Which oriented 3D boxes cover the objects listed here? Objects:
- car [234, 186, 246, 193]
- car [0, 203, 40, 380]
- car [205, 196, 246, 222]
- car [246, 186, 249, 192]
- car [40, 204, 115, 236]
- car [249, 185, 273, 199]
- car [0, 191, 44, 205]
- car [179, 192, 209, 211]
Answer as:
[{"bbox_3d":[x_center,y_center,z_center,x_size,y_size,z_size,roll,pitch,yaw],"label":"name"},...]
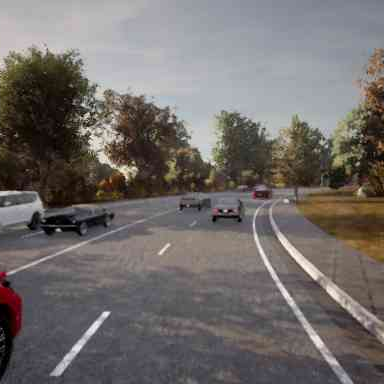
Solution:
[{"bbox_3d":[10.201,-0.580,67.633,1.812,1.442,4.674,-1,2,33],"label":"car"},{"bbox_3d":[-3.286,1.210,1.907,2.150,2.045,5.566,0,0,1],"label":"car"},{"bbox_3d":[2.464,1.060,21.889,2.033,1.411,5.357,0,2,12],"label":"car"},{"bbox_3d":[13.101,-0.661,65.673,1.882,1.535,5.008,-1,2,33],"label":"car"},{"bbox_3d":[-5.669,1.338,17.052,1.895,1.301,4.718,0,2,8],"label":"car"},{"bbox_3d":[9.383,0.089,43.739,1.882,1.535,5.008,-1,2,23],"label":"car"},{"bbox_3d":[-9.339,1.003,15.994,2.150,2.045,5.566,0,2,6],"label":"car"},{"bbox_3d":[0.354,0.779,28.710,2.128,1.511,4.902,0,2,16],"label":"car"}]
